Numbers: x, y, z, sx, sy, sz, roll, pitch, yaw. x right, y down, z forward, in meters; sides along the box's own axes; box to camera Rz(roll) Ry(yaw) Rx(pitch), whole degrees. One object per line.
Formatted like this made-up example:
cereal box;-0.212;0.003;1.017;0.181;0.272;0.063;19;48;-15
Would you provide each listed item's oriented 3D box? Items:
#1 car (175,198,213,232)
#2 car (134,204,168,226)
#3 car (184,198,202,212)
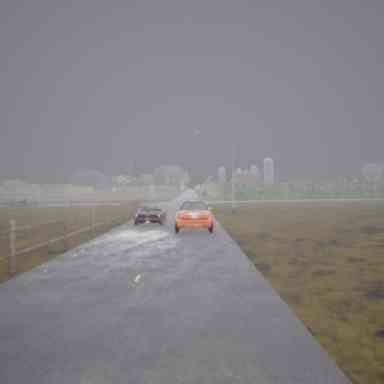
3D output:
car;0.106;1.299;19.666;2.097;1.767;4.553;0;0;0
car;-2.744;1.537;22.768;1.895;1.301;4.718;0;0;0
car;0.125;1.408;37.049;1.812;1.442;4.674;0;0;0
